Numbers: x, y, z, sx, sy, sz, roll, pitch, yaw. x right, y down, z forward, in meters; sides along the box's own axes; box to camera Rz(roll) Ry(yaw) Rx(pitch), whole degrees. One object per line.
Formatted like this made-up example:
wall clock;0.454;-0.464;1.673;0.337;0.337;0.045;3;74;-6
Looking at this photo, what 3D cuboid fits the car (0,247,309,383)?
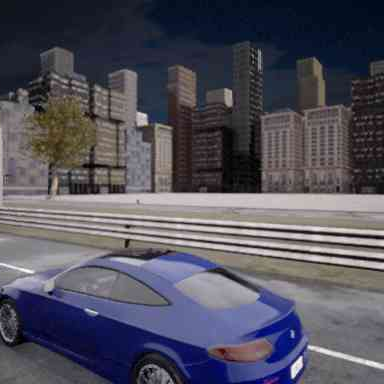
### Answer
car;-0.849;1.514;4.597;4.674;1.442;1.812;1;0;36
